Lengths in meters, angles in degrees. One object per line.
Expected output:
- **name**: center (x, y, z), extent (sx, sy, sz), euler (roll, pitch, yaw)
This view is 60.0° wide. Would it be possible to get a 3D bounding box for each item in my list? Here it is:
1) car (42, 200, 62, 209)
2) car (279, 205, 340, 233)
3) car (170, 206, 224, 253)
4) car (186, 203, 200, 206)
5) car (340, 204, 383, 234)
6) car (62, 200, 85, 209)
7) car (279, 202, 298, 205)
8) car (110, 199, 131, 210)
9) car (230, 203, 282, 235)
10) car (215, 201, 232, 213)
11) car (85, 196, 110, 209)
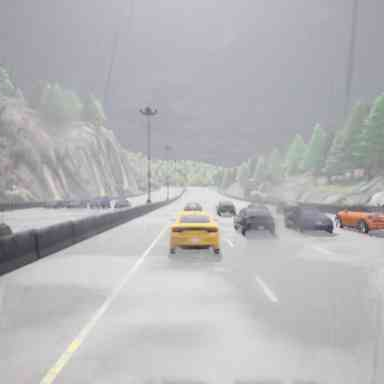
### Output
- **car**: center (-21.047, 1.906, 51.155), extent (2.033, 1.411, 5.357), euler (0, 0, 0)
- **car**: center (7.107, 1.709, 20.644), extent (1.994, 1.385, 4.181), euler (0, 0, 0)
- **car**: center (0.104, 1.578, 14.279), extent (1.882, 1.535, 5.008), euler (0, 0, 0)
- **car**: center (0.112, 1.777, 32.771), extent (2.033, 1.411, 5.357), euler (0, 0, 0)
- **car**: center (10.606, 1.496, 20.352), extent (2.097, 1.767, 4.553), euler (0, 0, 0)
- **car**: center (-17.550, 1.905, 51.051), extent (2.033, 1.411, 5.357), euler (0, 0, 0)
- **car**: center (10.613, 1.782, 36.523), extent (1.812, 1.442, 4.674), euler (0, 0, 0)
- **car**: center (-10.557, 1.861, 50.513), extent (1.837, 1.490, 4.892), euler (0, -1, 0)
- **car**: center (3.607, 1.643, 19.740), extent (1.837, 1.490, 4.892), euler (0, -1, 0)
- **car**: center (3.613, 1.758, 36.158), extent (1.837, 1.490, 4.892), euler (0, 0, 0)
- **car**: center (-14.053, 1.582, 51.060), extent (2.150, 2.045, 5.566), euler (0, -1, 0)
